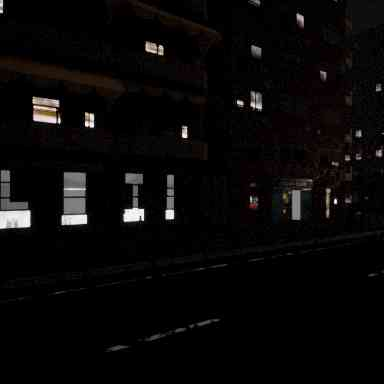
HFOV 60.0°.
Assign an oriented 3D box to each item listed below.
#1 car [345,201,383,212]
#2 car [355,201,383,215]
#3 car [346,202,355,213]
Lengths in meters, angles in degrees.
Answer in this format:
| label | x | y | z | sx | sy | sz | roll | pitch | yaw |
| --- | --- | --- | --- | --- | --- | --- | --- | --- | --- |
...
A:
| label | x | y | z | sx | sy | sz | roll | pitch | yaw |
| --- | --- | --- | --- | --- | --- | --- | --- | --- | --- |
| car | 22.465 | 1.856 | 43.431 | 1.802 | 1.307 | 4.206 | -1 | 0 | -36 |
| car | 19.702 | 1.727 | 37.239 | 2.128 | 1.511 | 4.902 | 0 | -1 | -35 |
| car | 15.476 | 1.595 | 38.332 | 2.192 | 1.841 | 5.009 | -1 | 0 | -36 |
